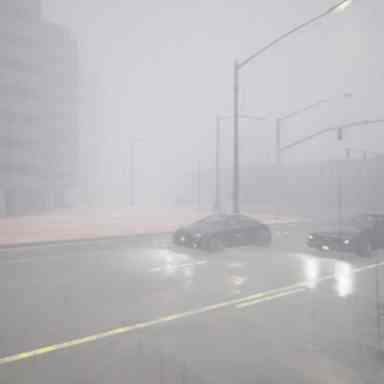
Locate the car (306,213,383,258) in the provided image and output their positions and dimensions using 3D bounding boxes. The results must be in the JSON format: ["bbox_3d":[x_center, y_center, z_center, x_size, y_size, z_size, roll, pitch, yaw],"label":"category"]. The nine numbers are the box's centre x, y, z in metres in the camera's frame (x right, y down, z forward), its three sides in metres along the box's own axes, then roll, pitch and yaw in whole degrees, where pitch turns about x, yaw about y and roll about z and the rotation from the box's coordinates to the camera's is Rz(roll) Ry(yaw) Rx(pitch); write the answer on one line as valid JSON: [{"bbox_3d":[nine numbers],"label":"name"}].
[{"bbox_3d":[6.832,1.562,13.096,5.357,1.411,2.033,0,0,-35],"label":"car"}]

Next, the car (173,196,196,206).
[{"bbox_3d":[-1.252,1.467,53.891,1.837,1.490,4.892,0,1,-35],"label":"car"}]

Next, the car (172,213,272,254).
[{"bbox_3d":[1.298,1.561,13.484,4.181,1.385,1.994,0,0,-35],"label":"car"}]
